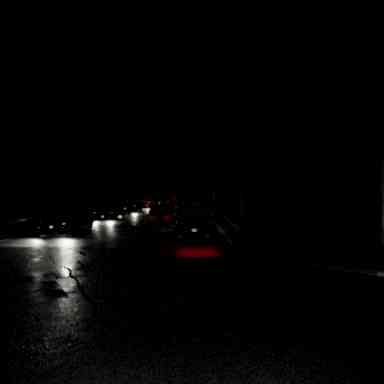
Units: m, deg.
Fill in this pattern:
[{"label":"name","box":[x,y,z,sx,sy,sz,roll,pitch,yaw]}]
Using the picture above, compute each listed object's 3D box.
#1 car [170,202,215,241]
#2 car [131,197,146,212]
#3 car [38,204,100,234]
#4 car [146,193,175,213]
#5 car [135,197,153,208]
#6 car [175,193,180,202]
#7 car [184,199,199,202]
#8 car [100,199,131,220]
[{"label":"car","box":[0.094,1.487,16.686,1.882,1.535,5.008,0,0,0]},{"label":"car","box":[-7.012,1.500,38.767,1.882,1.535,5.008,0,0,0]},{"label":"car","box":[-7.091,1.516,19.178,1.837,1.490,4.892,0,0,0]},{"label":"car","box":[-3.412,1.243,37.405,2.150,2.045,5.566,0,0,0]},{"label":"car","box":[-7.015,1.505,48.792,1.882,1.535,5.008,0,0,0]},{"label":"car","box":[-3.434,1.257,59.821,2.150,2.045,5.566,0,0,0]},{"label":"car","box":[0.088,1.514,39.102,2.128,1.511,4.902,0,0,0]},{"label":"car","box":[-7.040,1.564,28.958,2.033,1.411,5.357,0,0,0]}]
